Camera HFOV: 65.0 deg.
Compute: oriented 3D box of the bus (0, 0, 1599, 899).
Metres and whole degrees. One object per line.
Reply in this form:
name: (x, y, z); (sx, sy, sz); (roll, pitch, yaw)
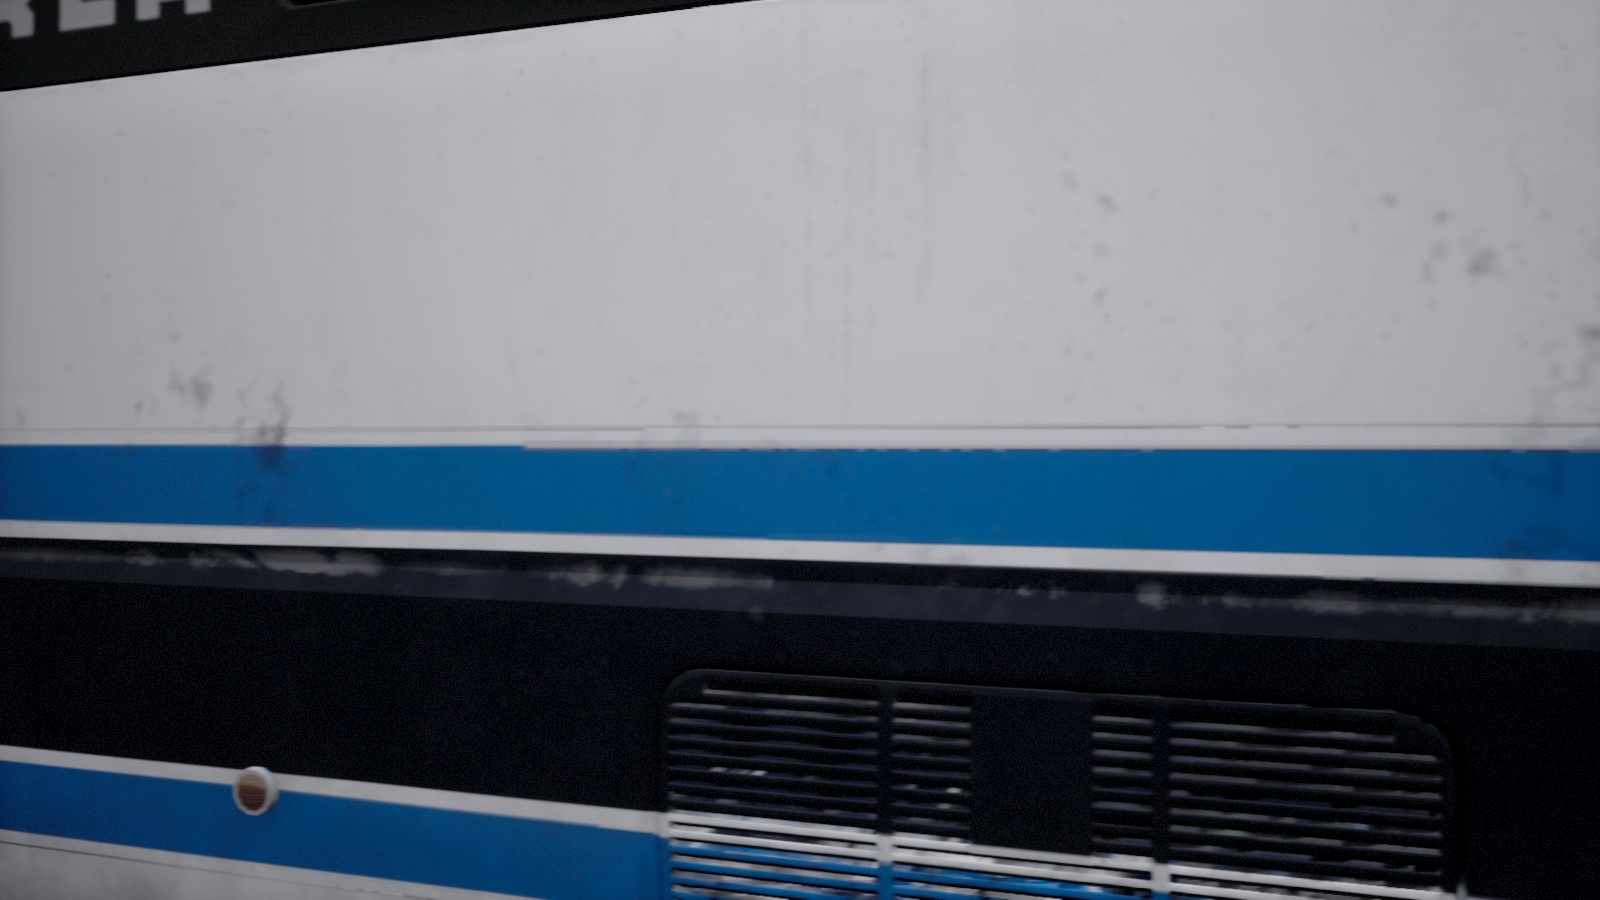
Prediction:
bus: (0.008, -0.609, 3.698); (10.273, 4.253, 3.944); (1, 1, 19)
